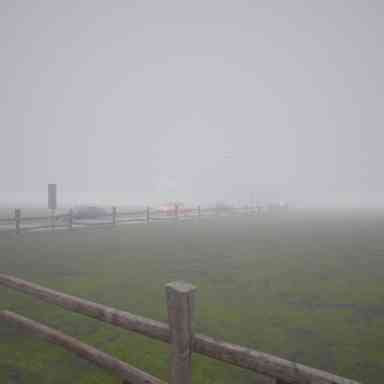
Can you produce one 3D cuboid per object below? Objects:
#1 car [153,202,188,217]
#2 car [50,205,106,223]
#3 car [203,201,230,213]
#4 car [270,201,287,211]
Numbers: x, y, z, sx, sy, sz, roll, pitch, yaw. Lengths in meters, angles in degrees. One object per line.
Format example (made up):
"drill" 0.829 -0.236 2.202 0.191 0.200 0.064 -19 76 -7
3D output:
"car" -2.488 1.944 39.026 2.097 1.767 4.553 -1 -1 35
"car" -9.739 1.857 28.764 2.128 1.511 4.902 -1 -1 35
"car" 3.493 2.132 47.449 2.097 1.767 4.553 -1 -2 36
"car" 15.478 2.407 59.372 2.097 1.767 4.553 -1 -1 37
